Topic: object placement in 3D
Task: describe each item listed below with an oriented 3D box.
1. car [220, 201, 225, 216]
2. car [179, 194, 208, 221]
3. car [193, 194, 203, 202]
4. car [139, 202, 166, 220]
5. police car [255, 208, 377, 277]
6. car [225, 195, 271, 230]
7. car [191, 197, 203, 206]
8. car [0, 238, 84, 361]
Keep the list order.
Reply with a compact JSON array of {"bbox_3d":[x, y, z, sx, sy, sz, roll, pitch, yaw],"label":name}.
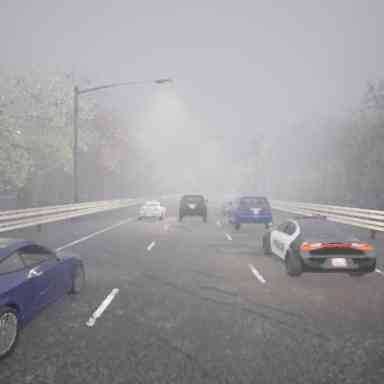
[{"bbox_3d":[3.761,1.529,32.287,2.033,1.411,5.357,0,0,1],"label":"car"},{"bbox_3d":[0.102,1.207,27.142,2.150,2.045,5.566,0,0,1],"label":"car"},{"bbox_3d":[1.336,1.293,74.508,2.097,1.767,4.553,0,0,2],"label":"car"},{"bbox_3d":[-3.203,1.509,27.394,1.812,1.442,4.674,0,0,1],"label":"car"},{"bbox_3d":[3.531,1.501,10.378,2.038,1.542,4.974,0,0,0],"label":"police car"},{"bbox_3d":[3.618,1.210,21.362,2.150,2.045,5.566,0,0,1],"label":"car"},{"bbox_3d":[0.824,1.561,54.823,1.895,1.301,4.718,0,0,2],"label":"car"},{"bbox_3d":[-3.382,1.522,5.753,1.812,1.442,4.674,0,0,0],"label":"car"}]
